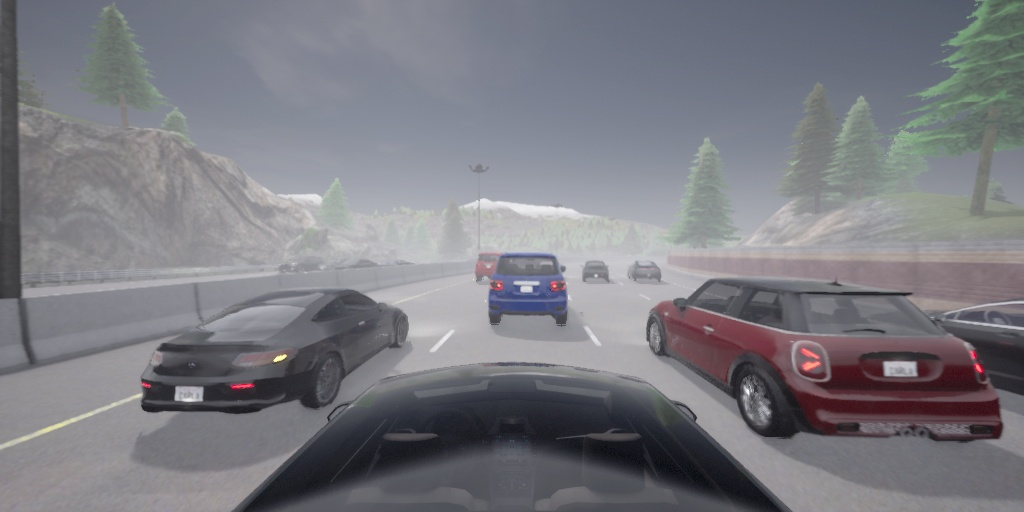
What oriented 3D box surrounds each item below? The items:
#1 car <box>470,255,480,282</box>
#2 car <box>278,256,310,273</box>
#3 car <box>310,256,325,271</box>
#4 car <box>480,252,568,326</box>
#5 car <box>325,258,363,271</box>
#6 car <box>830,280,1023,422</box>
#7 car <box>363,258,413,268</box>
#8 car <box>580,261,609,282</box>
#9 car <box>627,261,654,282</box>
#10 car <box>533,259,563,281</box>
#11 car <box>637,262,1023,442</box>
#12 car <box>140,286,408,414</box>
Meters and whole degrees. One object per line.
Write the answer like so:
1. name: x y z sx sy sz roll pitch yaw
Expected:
1. car: -1.081 0.771 26.133 2.150 2.045 5.566 0 0 10
2. car: -20.737 0.762 35.599 2.097 1.767 4.553 0 1 13
3. car: -17.131 0.912 35.733 2.128 1.511 4.902 0 0 13
4. car: 0.575 0.894 11.570 2.150 2.045 5.566 0 0 5
5. car: -14.228 0.932 32.666 1.882 1.535 5.008 0 0 12
6. car: 7.215 1.242 4.526 2.128 1.511 4.902 0 1 2
7. car: -10.743 1.014 32.479 2.033 1.411 5.357 0 1 12
8. car: 6.179 1.072 26.758 1.837 1.490 4.892 0 0 11
9. car: 9.707 1.072 26.560 2.128 1.511 4.902 0 0 11
10. car: 2.939 1.021 28.396 1.882 1.535 5.008 0 0 11
11. car: 3.766 1.082 5.543 2.097 1.767 4.553 0 0 2
12. car: -3.240 1.231 5.977 1.812 1.442 4.674 0 0 2
